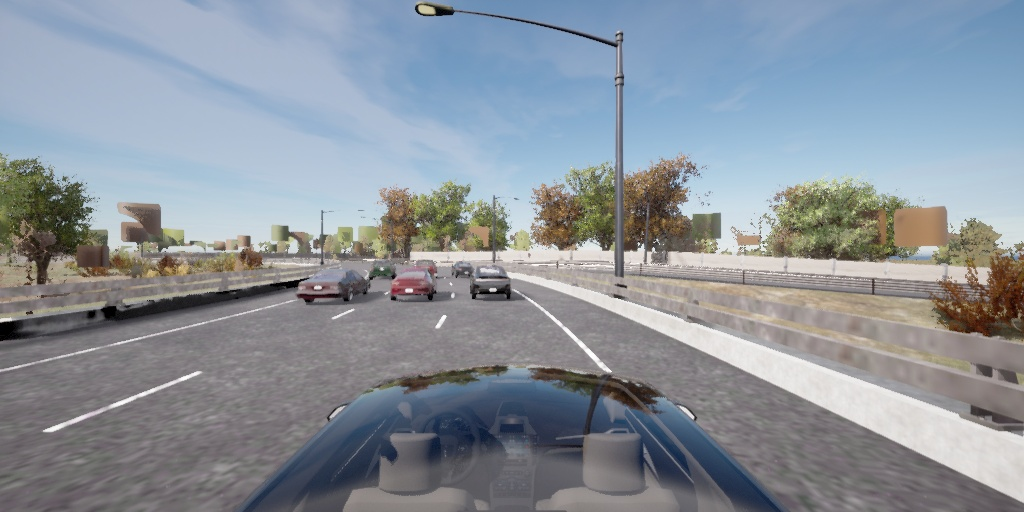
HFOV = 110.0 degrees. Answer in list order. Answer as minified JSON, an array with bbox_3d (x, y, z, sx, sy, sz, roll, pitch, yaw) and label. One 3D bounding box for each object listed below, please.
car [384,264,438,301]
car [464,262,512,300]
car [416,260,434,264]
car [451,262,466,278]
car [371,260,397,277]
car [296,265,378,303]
[{"bbox_3d":[-4.631,1.281,17.280,1.812,1.442,4.674,0,0,-8],"label":"car"},{"bbox_3d":[-1.167,1.243,17.780,2.128,1.511,4.902,0,0,-8],"label":"car"},{"bbox_3d":[-7.969,1.114,32.625,2.097,1.767,4.553,0,0,-16],"label":"car"},{"bbox_3d":[-4.619,1.281,33.640,1.812,1.442,4.674,0,0,-16],"label":"car"},{"bbox_3d":[-11.327,1.114,31.640,2.097,1.767,4.553,0,0,-16],"label":"car"},{"bbox_3d":[-8.095,1.311,16.781,2.033,1.411,5.357,0,0,-8],"label":"car"}]
